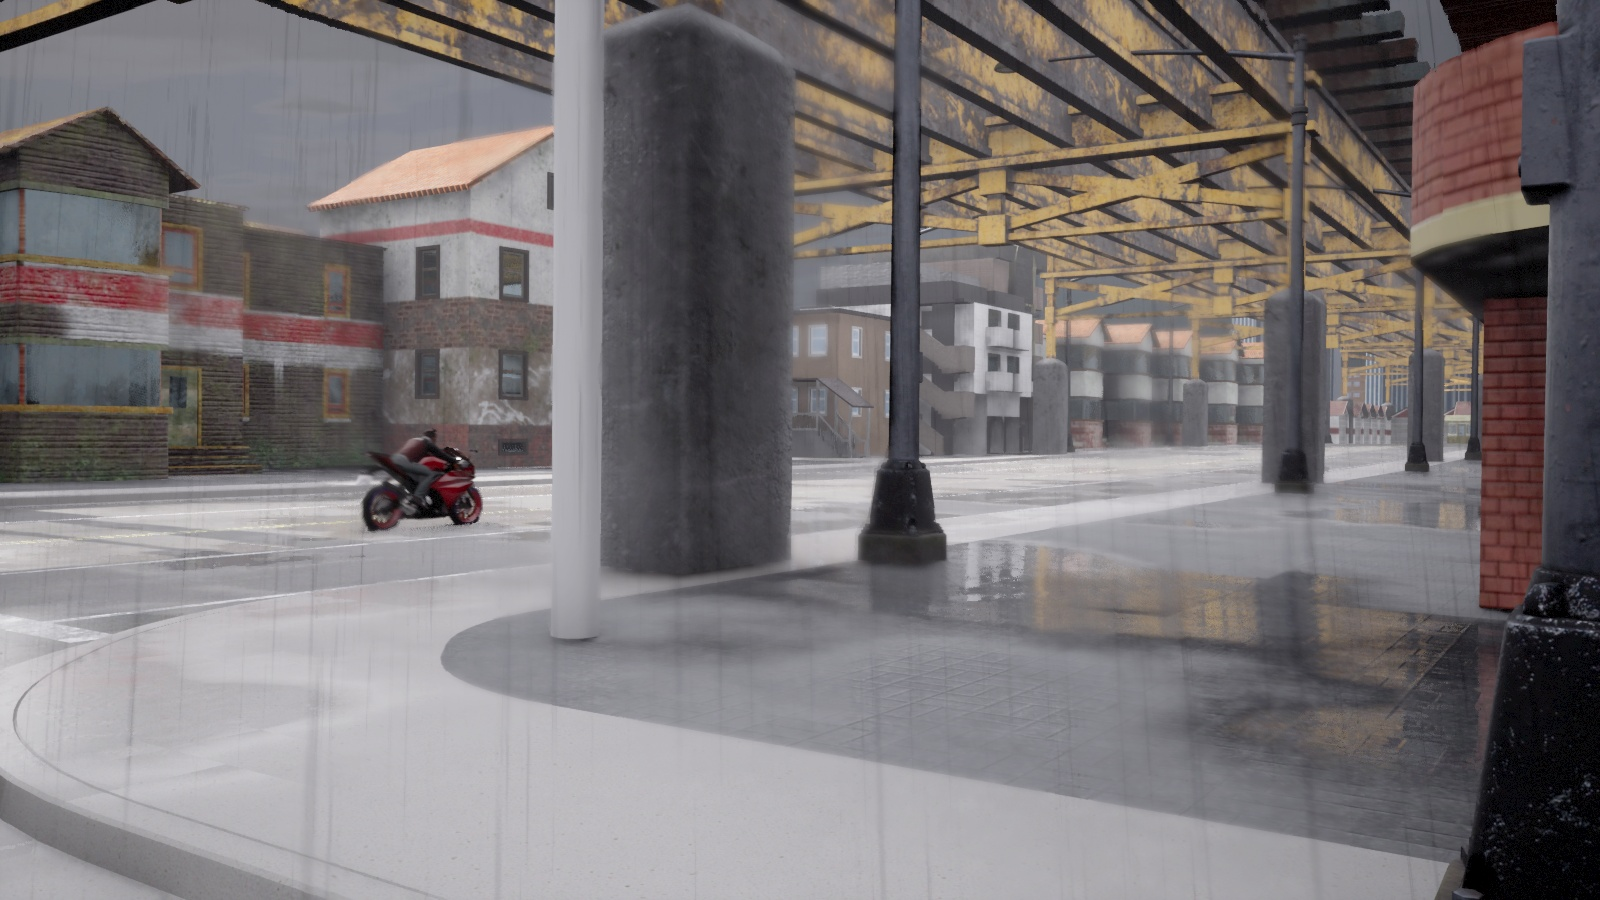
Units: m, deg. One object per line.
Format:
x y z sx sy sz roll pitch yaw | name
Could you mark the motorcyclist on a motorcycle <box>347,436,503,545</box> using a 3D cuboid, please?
-5.607 0.559 18.937 0.866 1.530 2.191 0 1 33 | motorcyclist on a motorcycle
